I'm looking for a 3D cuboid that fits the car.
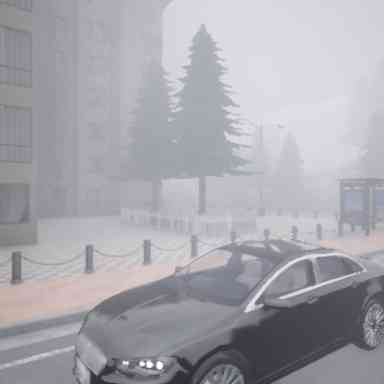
[{"bbox_3d":[0.943,1.494,4.646,4.902,1.511,2.128,0,0,-35],"label":"car"}]
